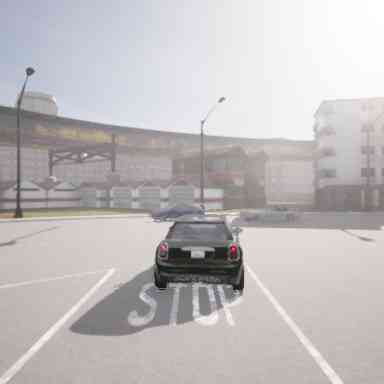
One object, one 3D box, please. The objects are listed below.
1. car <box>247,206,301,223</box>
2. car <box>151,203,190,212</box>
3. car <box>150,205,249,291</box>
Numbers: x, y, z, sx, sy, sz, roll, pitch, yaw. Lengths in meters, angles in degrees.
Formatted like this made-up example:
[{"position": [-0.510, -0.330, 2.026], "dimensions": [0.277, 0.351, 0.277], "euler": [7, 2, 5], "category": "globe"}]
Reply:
[{"position": [6.270, 1.772, 26.959], "dimensions": [4.718, 1.301, 1.895], "euler": [0, 0, -11], "category": "car"}, {"position": [-1.240, 1.707, 28.274], "dimensions": [4.674, 1.442, 1.812], "euler": [0, -1, -22], "category": "car"}, {"position": [0.364, 1.412, 9.445], "dimensions": [2.097, 1.767, 4.553], "euler": [0, 0, 6], "category": "car"}]
